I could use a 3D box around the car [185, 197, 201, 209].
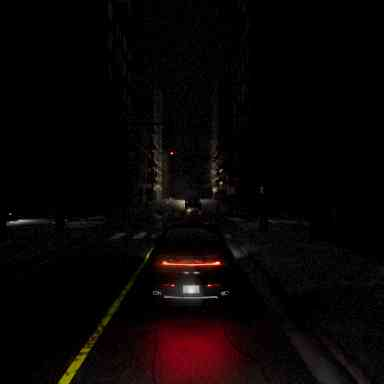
[{"bbox_3d":[0.108,1.418,46.086,2.097,1.767,4.553,0,0,-1],"label":"car"}]

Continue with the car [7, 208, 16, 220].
[{"bbox_3d":[-15.166,1.388,24.094,4.181,1.385,1.994,1,0,-1],"label":"car"}]

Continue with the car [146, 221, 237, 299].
[{"bbox_3d":[-0.016,1.507,8.412,1.837,1.490,4.892,0,0,0],"label":"car"}]
